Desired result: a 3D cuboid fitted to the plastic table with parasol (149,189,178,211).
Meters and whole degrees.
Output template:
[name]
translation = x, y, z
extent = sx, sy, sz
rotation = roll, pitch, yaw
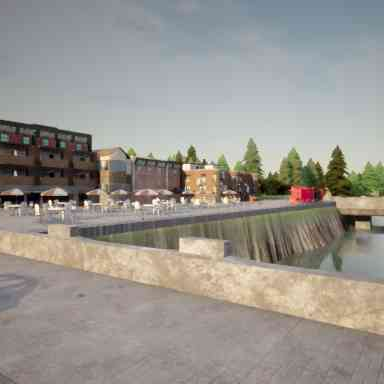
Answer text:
[plastic table with parasol]
translation = -3.364, 0.925, 39.482
extent = 2.482, 2.480, 2.482
rotation = 0, 0, 36
